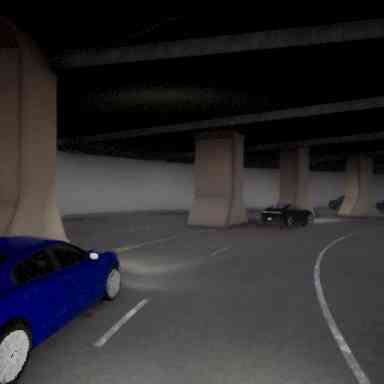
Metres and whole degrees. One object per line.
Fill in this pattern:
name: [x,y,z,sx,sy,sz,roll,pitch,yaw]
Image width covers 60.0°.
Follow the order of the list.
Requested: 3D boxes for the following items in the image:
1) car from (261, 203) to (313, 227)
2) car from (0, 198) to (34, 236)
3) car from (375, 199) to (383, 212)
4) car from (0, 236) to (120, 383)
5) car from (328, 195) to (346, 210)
car: [6.691,1.532,23.153,2.128,1.511,4.902,0,0,44]
car: [-10.404,1.230,16.276,2.097,1.767,4.553,1,0,24]
car: [24.676,1.692,42.006,4.902,1.511,2.128,1,0,-21]
car: [-2.748,1.444,5.340,1.882,1.535,5.008,0,0,9]
car: [20.746,1.382,44.182,5.566,2.045,2.150,1,0,-23]
